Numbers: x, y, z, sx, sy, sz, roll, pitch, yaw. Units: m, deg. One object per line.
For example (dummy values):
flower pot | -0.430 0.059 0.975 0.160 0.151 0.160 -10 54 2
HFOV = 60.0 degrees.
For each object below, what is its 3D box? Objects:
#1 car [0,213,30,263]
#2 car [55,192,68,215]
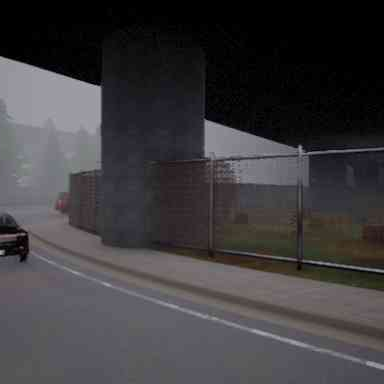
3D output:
car | -6.738 1.399 10.749 2.128 1.511 4.902 0 0 -41
car | -9.800 1.023 30.759 2.150 2.045 5.566 0 0 35
